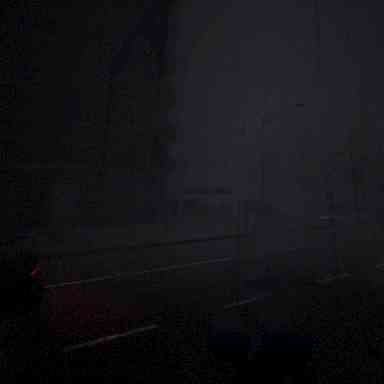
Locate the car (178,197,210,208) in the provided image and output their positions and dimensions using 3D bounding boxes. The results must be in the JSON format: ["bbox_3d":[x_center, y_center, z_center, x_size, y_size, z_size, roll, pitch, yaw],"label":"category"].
[{"bbox_3d":[0.233,1.470,48.325,1.812,1.442,4.674,0,0,-44],"label":"car"}]

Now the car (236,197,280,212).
[{"bbox_3d":[7.650,1.436,38.947,2.128,1.511,4.902,0,0,-37],"label":"car"}]

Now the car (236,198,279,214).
[{"bbox_3d":[6.707,1.436,34.307,2.128,1.511,4.902,0,0,-38],"label":"car"}]

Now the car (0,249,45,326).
[{"bbox_3d":[-4.866,1.478,4.795,5.008,1.535,1.882,0,0,-36],"label":"car"}]

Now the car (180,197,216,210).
[{"bbox_3d":[0.808,1.492,42.485,2.033,1.411,5.357,0,0,-37],"label":"car"}]
